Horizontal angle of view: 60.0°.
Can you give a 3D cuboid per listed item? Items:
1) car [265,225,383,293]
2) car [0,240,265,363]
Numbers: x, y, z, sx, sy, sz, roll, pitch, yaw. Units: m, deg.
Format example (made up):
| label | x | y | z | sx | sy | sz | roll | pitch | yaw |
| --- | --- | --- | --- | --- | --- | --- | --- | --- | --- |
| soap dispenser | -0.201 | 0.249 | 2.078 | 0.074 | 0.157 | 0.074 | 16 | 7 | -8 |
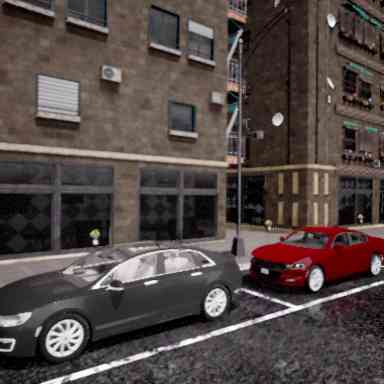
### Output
| label | x | y | z | sx | sy | sz | roll | pitch | yaw |
| --- | --- | --- | --- | --- | --- | --- | --- | --- | --- |
| car | 3.535 | 1.627 | 9.083 | 4.507 | 1.381 | 1.887 | 1 | 0 | -36 |
| car | -1.052 | 1.576 | 5.808 | 4.403 | 1.369 | 2.008 | 1 | 0 | -36 |
